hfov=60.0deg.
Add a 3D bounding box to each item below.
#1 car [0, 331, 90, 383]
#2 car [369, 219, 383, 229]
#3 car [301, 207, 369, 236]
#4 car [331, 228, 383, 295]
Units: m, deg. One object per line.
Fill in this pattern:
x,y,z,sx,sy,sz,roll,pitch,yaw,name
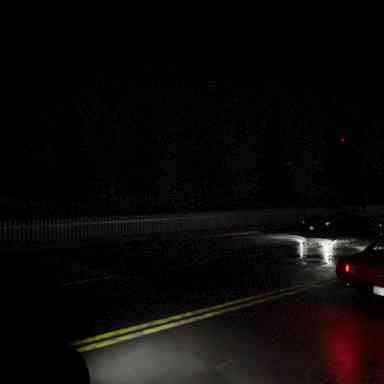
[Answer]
-2.888,1.522,1.709,4.674,1.442,1.812,0,0,-36,car
10.867,1.523,16.063,5.008,1.535,1.882,0,0,-36,car
7.962,1.568,18.272,4.674,1.442,1.812,0,0,-36,car
5.452,1.623,7.660,4.718,1.301,1.895,0,0,-35,car
